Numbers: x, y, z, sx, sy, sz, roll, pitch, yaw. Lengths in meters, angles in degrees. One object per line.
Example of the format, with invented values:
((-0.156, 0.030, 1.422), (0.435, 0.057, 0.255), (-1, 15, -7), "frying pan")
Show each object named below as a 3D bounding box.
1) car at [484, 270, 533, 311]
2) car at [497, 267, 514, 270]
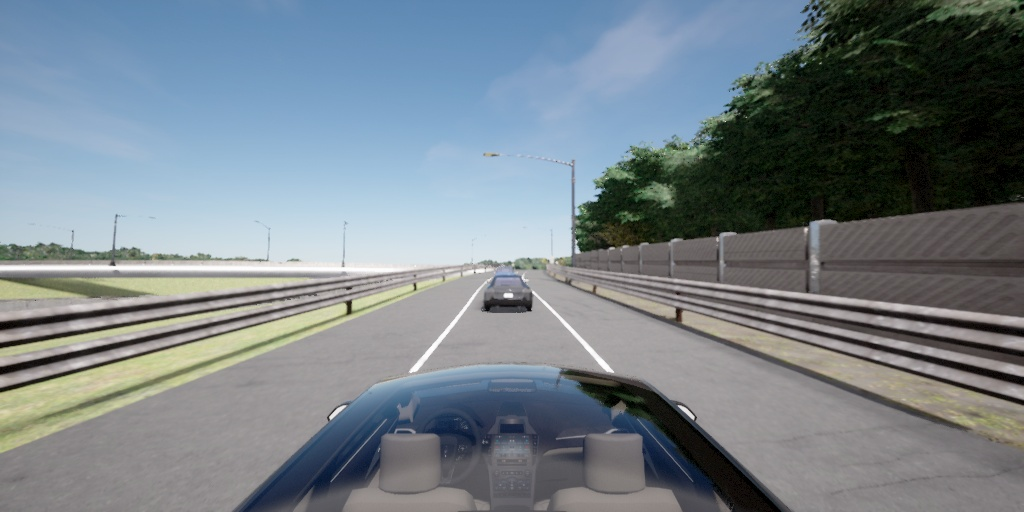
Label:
((-0.181, 1.477, 15.509), (1.994, 1.385, 4.181), (0, -1, -1), "car")
((-0.545, 1.619, 29.521), (2.033, 1.411, 5.357), (0, -1, 0), "car")
